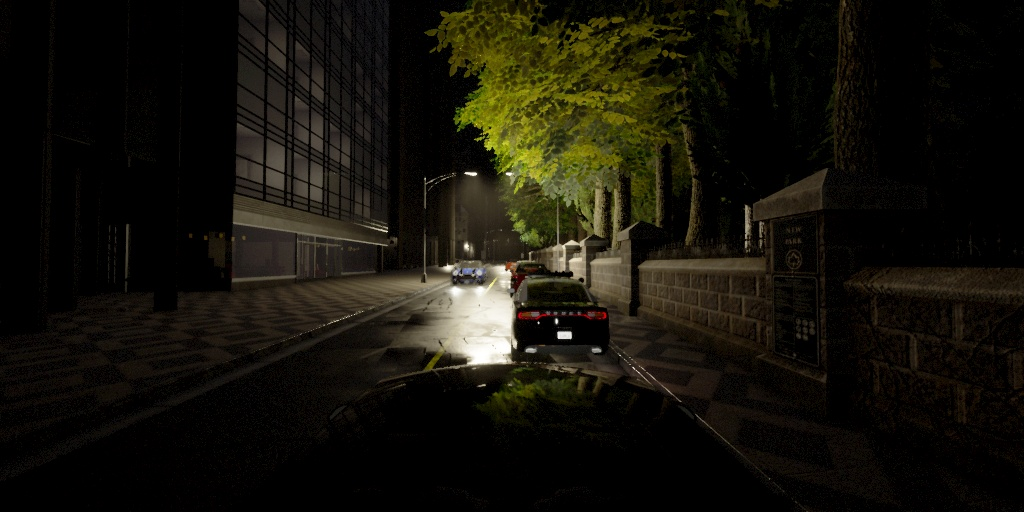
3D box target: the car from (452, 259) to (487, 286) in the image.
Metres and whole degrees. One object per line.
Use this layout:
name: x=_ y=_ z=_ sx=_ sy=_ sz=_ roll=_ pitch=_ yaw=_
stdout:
car: x=-2.917 y=1.109 z=25.465 sx=2.097 sy=1.767 sz=4.553 roll=0 pitch=0 yaw=0

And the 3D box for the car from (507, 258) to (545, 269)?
car: x=0.958 y=1.106 z=18.680 sx=2.097 sy=1.767 sz=4.553 roll=0 pitch=0 yaw=0

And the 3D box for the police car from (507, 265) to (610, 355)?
police car: x=0.924 y=1.177 z=8.817 sx=1.930 sy=1.638 sz=5.238 roll=0 pitch=0 yaw=0

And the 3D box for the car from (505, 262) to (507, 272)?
car: x=0.207 y=1.129 z=47.423 sx=2.097 sy=1.767 sz=4.553 roll=0 pitch=0 yaw=1
